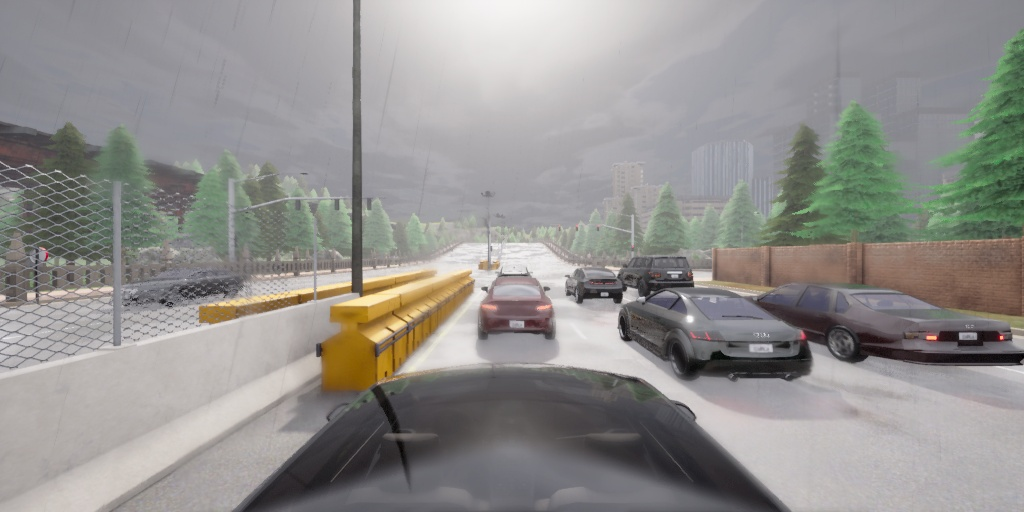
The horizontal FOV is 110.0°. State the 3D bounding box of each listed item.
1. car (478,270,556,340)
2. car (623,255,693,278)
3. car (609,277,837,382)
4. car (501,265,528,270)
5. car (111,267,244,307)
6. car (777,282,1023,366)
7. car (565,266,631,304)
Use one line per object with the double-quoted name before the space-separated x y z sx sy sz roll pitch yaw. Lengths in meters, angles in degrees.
"car" 0.109 1.276 9.863 1.812 1.442 4.674 0 0 0
"car" 7.114 0.972 18.341 2.150 2.045 5.566 0 0 0
"car" 3.610 1.314 7.234 1.994 1.385 4.181 0 0 -1
"car" 0.116 1.241 19.109 2.128 1.511 4.902 0 0 0
"car" -14.002 1.243 15.404 2.128 1.511 4.902 0 0 0
"car" 7.106 1.297 8.099 2.033 1.411 5.357 0 0 0
"car" 3.613 1.255 16.401 1.837 1.490 4.892 0 0 0
